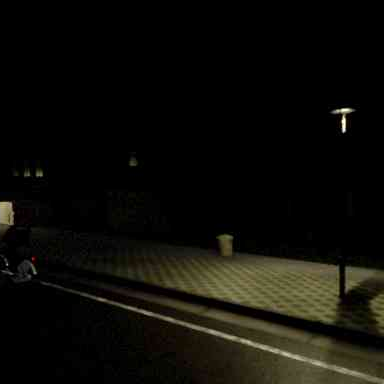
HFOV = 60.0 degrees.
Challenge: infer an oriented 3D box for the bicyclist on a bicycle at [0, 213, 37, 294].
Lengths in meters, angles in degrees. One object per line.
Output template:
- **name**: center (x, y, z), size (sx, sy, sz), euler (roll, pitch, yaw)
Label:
- **bicyclist on a bicycle**: center (-4.057, 1.351, 7.569), size (1.843, 1.776, 0.659), euler (0, 0, 36)
